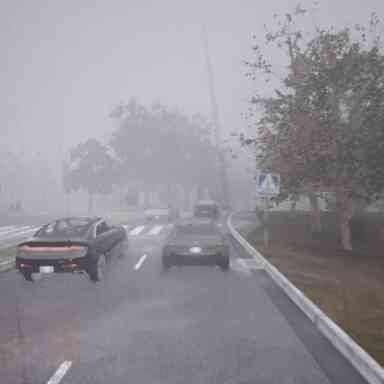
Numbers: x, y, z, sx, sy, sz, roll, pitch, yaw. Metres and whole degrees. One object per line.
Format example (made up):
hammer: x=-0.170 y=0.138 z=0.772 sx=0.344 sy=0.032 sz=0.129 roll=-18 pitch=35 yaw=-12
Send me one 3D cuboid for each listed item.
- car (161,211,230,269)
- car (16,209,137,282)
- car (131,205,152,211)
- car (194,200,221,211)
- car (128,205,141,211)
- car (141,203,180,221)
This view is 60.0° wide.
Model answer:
car: x=0.108 y=1.529 z=11.010 sx=1.994 sy=1.385 sz=4.181 roll=0 pitch=0 yaw=0
car: x=-3.147 y=1.460 z=9.640 sx=2.128 sy=1.511 sz=4.902 roll=0 pitch=0 yaw=0
car: x=-12.720 y=4.138 z=83.916 sx=5.008 sy=1.535 sz=1.882 roll=1 pitch=-3 yaw=-18
car: x=1.379 y=1.365 z=27.894 sx=1.882 sy=1.535 sz=5.008 roll=-1 pitch=0 yaw=9
car: x=-13.163 y=3.814 z=80.389 sx=4.553 sy=1.767 sz=2.097 roll=1 pitch=-4 yaw=-22
car: x=-2.184 y=1.528 z=26.222 sx=1.895 sy=1.301 sz=4.718 roll=-1 pitch=0 yaw=8
